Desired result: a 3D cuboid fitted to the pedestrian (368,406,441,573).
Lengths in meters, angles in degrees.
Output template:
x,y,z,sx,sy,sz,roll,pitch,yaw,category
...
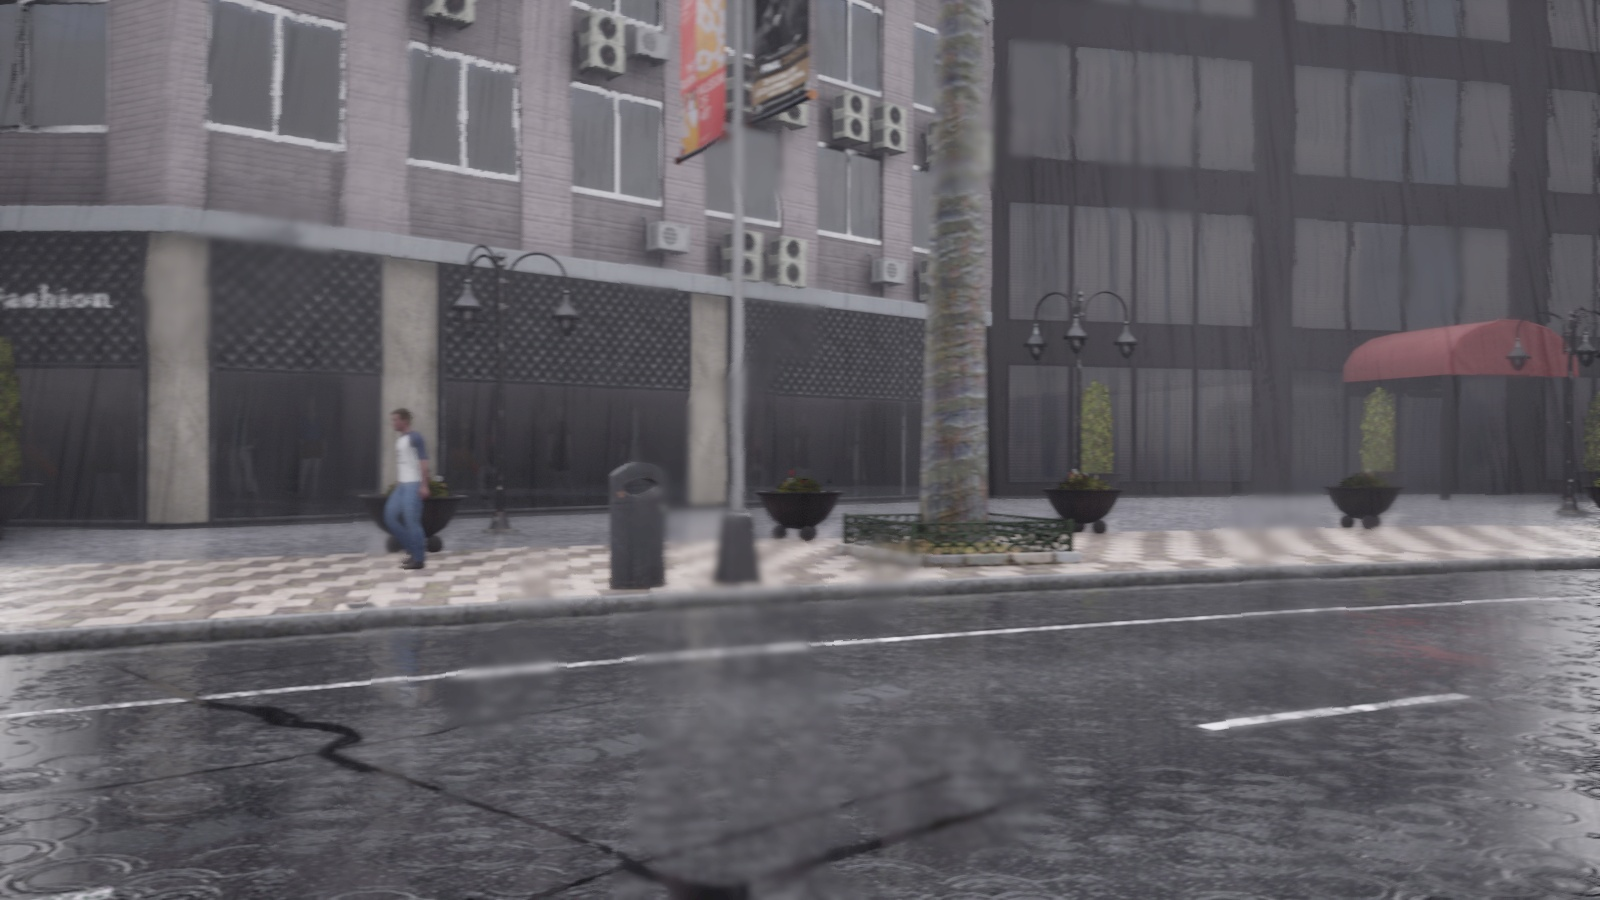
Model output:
x,y,z,sx,sy,sz,roll,pitch,yaw,category
-4.448,0.430,14.122,0.706,1.836,0.354,0,0,-33,pedestrian
